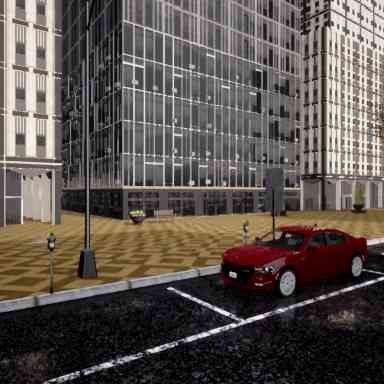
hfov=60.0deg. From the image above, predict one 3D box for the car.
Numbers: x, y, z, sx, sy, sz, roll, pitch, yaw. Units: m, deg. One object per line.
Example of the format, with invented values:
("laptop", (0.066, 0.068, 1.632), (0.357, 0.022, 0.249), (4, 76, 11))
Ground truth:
("car", (2.716, 1.545, 8.505), (4.507, 1.381, 1.887), (0, 0, -36))
